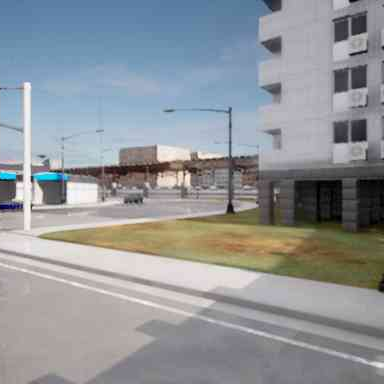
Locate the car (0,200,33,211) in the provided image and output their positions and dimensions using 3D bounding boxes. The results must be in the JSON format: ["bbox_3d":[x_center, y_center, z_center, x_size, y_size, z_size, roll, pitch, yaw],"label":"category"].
[{"bbox_3d":[-19.837,1.518,35.849,1.895,1.301,4.718,0,0,36],"label":"car"}]

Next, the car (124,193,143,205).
[{"bbox_3d":[-10.133,1.128,57.989,2.150,2.045,5.566,0,0,7],"label":"car"}]
